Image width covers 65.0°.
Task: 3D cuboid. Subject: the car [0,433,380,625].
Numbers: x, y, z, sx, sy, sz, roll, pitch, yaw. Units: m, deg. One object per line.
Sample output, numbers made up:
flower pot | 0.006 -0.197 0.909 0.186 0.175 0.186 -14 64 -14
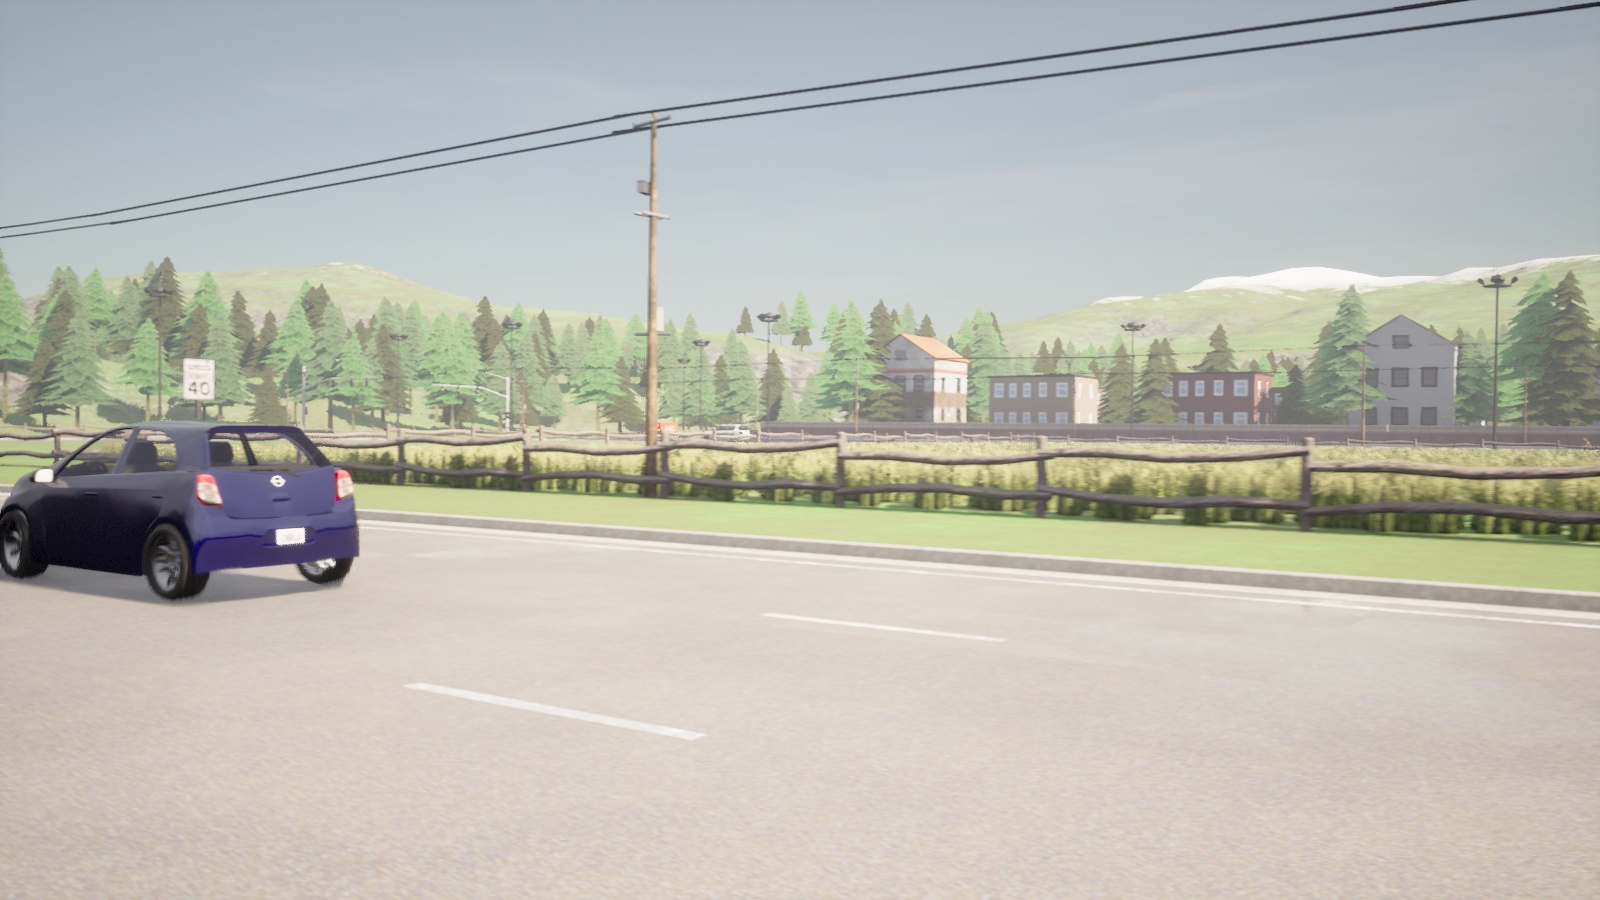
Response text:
car | -5.870 0.613 11.679 3.633 1.501 1.845 0 1 33
